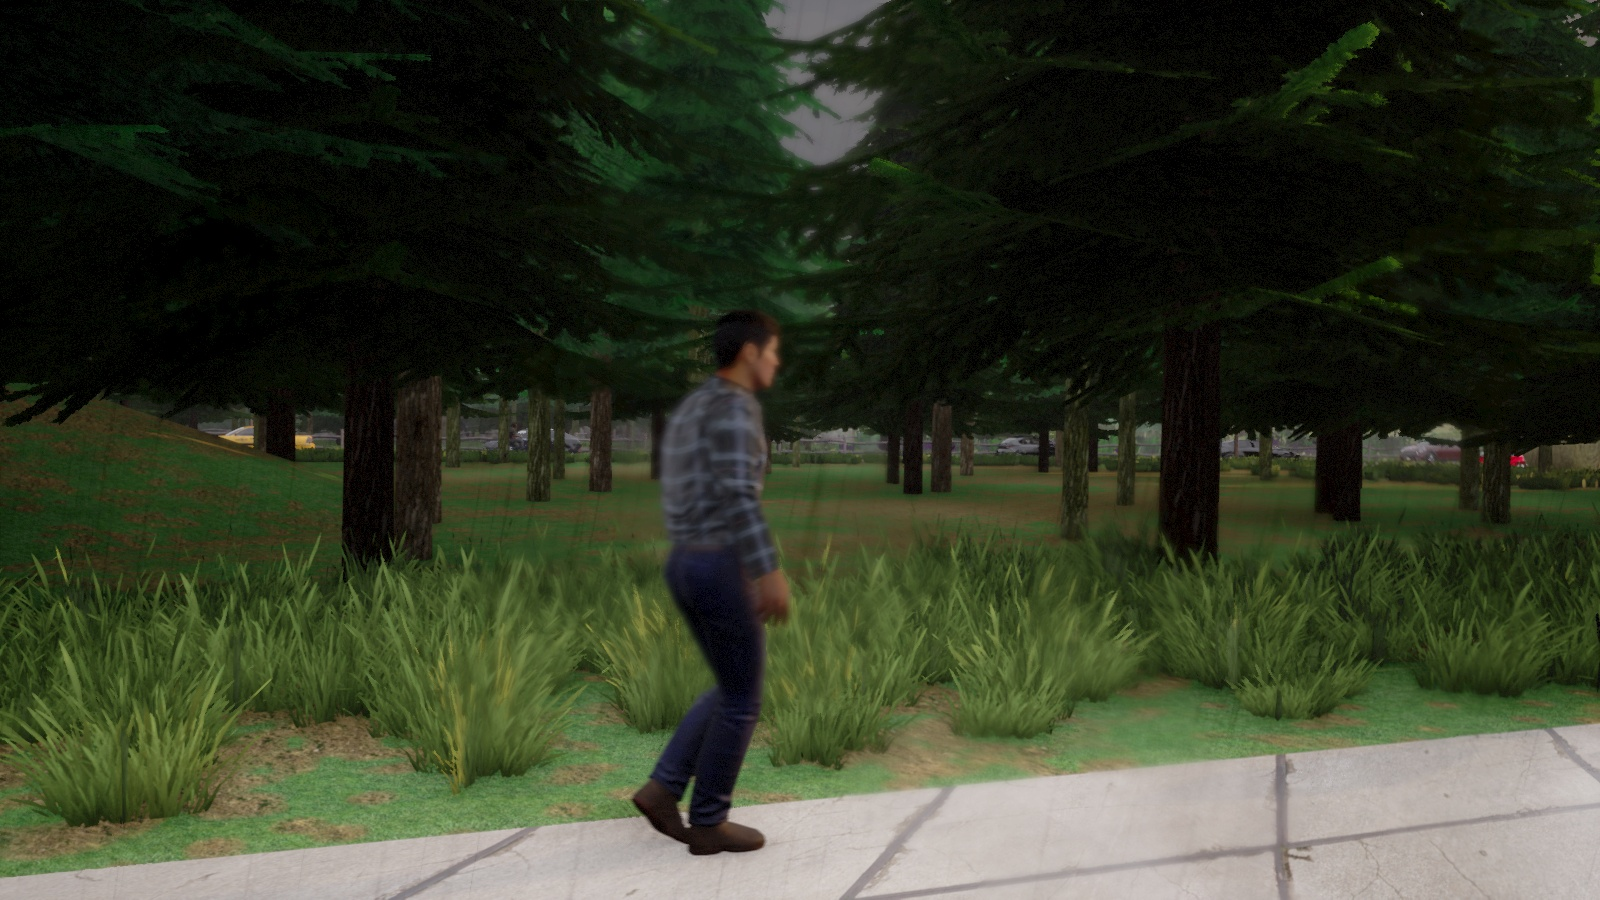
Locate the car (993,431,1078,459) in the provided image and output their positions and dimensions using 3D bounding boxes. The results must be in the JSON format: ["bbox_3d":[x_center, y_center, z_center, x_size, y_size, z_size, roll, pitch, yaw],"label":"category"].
[{"bbox_3d":[12.903,-0.310,68.824,4.193,1.474,1.816,-1,1,-19],"label":"car"}]

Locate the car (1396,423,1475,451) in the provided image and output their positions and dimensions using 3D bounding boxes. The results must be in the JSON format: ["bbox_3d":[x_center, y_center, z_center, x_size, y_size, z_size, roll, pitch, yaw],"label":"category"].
[{"bbox_3d":[41.782,-0.876,82.588,4.553,1.767,2.097,-1,1,-19],"label":"car"}]

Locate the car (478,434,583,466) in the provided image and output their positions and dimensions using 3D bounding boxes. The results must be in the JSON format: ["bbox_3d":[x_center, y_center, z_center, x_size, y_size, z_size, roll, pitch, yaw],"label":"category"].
[{"bbox_3d":[-13.432,-0.031,62.688,4.892,1.490,1.837,-1,1,-21],"label":"car"}]

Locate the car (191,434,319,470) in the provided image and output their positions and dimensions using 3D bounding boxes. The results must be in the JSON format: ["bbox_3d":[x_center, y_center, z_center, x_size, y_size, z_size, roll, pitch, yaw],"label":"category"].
[{"bbox_3d":[-25.177,0.054,58.222,5.366,1.575,1.801,-1,1,-21],"label":"car"}]

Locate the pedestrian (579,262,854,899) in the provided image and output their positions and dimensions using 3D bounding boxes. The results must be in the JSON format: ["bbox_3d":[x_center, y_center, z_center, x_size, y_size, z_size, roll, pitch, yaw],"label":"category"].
[{"bbox_3d":[-0.275,0.403,4.140,0.788,1.949,0.423,-1,1,-26],"label":"pedestrian"}]

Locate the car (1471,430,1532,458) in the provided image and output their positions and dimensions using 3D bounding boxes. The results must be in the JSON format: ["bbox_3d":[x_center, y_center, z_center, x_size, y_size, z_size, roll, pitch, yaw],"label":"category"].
[{"bbox_3d":[35.321,-0.311,63.242,1.481,1.376,2.207,-1,1,-22],"label":"car"}]

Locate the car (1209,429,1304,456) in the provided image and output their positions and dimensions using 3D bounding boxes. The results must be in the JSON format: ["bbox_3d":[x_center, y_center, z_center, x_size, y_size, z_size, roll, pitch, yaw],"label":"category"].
[{"bbox_3d":[25.825,-0.435,71.174,4.792,1.488,2.163,0,1,11],"label":"car"}]
